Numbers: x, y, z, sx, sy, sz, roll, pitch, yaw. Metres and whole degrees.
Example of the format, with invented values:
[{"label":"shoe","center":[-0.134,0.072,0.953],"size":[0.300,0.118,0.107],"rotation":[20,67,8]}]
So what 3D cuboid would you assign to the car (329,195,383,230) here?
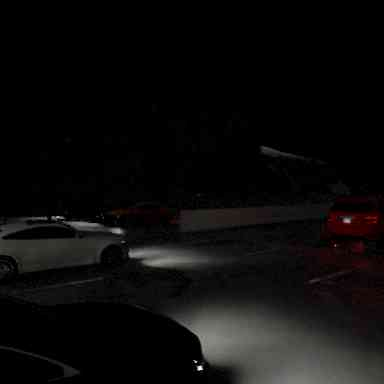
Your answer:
[{"label":"car","center":[11.564,1.219,22.297],"size":[5.566,2.045,2.150],"rotation":[0,0,-42]}]

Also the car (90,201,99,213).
[{"label":"car","center":[-5.190,1.581,26.415],"size":[4.892,1.490,1.837],"rotation":[0,0,-39]}]

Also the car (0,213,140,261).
[{"label":"car","center":[-4.100,1.539,9.532],"size":[4.674,1.442,1.812],"rotation":[0,0,-36]}]

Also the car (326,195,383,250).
[{"label":"car","center":[8.093,1.219,14.657],"size":[5.566,2.045,2.150],"rotation":[0,0,-40]}]

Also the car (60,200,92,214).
[{"label":"car","center":[-8.376,1.579,28.377],"size":[5.357,1.411,2.033],"rotation":[0,0,-38]}]

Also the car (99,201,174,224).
[{"label":"car","center":[-3.567,1.500,23.249],"size":[5.008,1.535,1.882],"rotation":[0,0,-39]}]

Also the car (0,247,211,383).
[{"label":"car","center":[-2.073,1.510,2.369],"size":[4.892,1.490,1.837],"rotation":[0,0,-36]}]

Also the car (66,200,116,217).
[{"label":"car","center":[-9.609,1.507,31.845],"size":[4.181,1.385,1.994],"rotation":[0,0,-39]}]
